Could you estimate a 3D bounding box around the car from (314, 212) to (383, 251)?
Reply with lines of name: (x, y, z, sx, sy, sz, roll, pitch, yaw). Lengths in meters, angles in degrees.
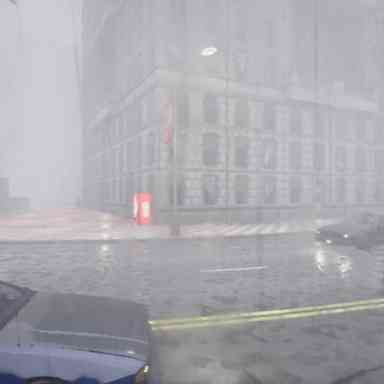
car: (7.807, 1.568, 14.141, 5.357, 1.411, 2.033, 0, 0, -24)

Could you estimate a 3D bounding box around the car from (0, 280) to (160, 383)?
car: (-3.042, 1.540, 3.324, 5.357, 1.411, 2.033, 0, 0, -11)
